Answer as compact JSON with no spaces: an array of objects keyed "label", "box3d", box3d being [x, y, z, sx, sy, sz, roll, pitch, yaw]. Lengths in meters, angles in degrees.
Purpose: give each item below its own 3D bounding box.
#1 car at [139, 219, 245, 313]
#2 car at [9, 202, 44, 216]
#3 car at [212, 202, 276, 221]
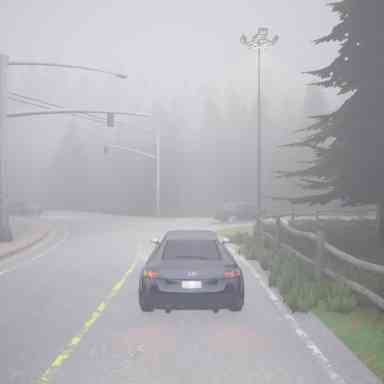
[{"label":"car","box3d":[-0.028,1.564,7.734,1.994,1.385,4.181,0,0,-1]},{"label":"car","box3d":[-16.684,1.601,32.613,4.718,1.301,1.895,0,0,31]},{"label":"car","box3d":[3.877,1.534,24.532,4.892,1.490,1.837,0,1,-17]}]
